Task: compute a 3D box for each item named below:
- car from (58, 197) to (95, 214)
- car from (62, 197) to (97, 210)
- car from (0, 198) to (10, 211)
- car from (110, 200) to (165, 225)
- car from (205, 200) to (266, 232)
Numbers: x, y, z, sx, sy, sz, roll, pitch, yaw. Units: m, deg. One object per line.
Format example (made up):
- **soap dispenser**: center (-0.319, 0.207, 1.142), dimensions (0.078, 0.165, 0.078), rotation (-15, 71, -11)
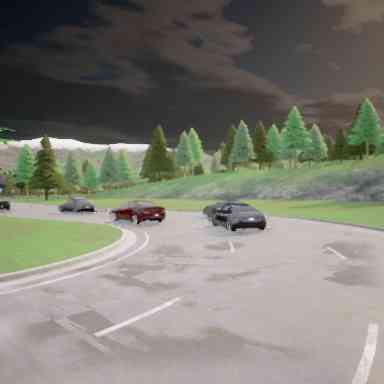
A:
- **car**: center (-11.699, 1.427, 33.620), dimensions (4.181, 1.385, 1.994), rotation (-1, 1, 39)
- **car**: center (-13.510, 1.360, 39.711), dimensions (4.674, 1.442, 1.812), rotation (-1, 1, 41)
- **car**: center (-22.962, 1.467, 38.913), dimensions (5.008, 1.535, 1.882), rotation (-1, 1, 43)
- **car**: center (-3.850, 1.321, 22.867), dimensions (1.882, 1.535, 5.008), rotation (0, 0, -40)
- **car**: center (2.467, 1.348, 18.830), dimensions (1.994, 1.385, 4.181), rotation (-1, 1, -16)
